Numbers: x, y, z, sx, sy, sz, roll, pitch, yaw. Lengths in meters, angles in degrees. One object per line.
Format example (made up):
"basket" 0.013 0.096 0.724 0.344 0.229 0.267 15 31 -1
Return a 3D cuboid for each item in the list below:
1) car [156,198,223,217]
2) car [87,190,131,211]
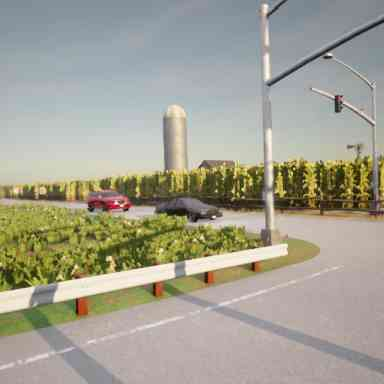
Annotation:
"car" -0.404 1.131 22.077 2.033 1.411 5.357 -3 2 -40
"car" -7.847 0.851 30.833 2.150 2.045 5.566 -3 2 -40
